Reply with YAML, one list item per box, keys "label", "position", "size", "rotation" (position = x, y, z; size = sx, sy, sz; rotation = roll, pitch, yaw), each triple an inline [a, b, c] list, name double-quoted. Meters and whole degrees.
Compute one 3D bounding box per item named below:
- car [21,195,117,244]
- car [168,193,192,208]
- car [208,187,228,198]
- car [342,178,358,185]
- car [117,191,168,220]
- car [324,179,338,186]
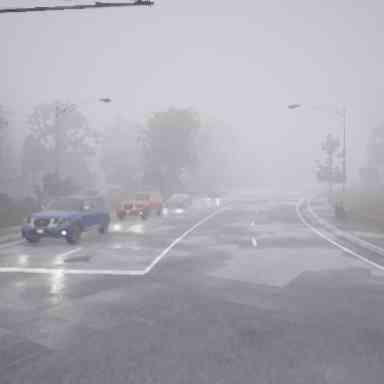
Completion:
- label: "car"
  position: [-5.806, 1.202, 16.240]
  size: [2.150, 2.045, 5.566]
  rotation: [0, 1, 8]
- label: "car"
  position: [-1.367, 0.872, 36.084]
  size: [1.812, 1.442, 4.674]
  rotation: [0, 3, 17]
- label: "car"
  position: [3.927, 0.081, 50.236]
  size: [1.837, 1.490, 4.892]
  rotation: [0, 3, 24]
- label: "car"
  position: [38.861, -2.455, 81.570]
  size: [4.718, 1.301, 1.895]
  rotation: [-4, 3, -42]
- label: "car"
  position: [-3.975, 0.977, 26.400]
  size: [2.150, 2.045, 5.566]
  rotation: [0, 2, 13]
- label: "car"
  position: [34.425, -2.359, 82.127]
  size: [4.902, 1.511, 2.128]
  rotation: [-4, 3, -44]
